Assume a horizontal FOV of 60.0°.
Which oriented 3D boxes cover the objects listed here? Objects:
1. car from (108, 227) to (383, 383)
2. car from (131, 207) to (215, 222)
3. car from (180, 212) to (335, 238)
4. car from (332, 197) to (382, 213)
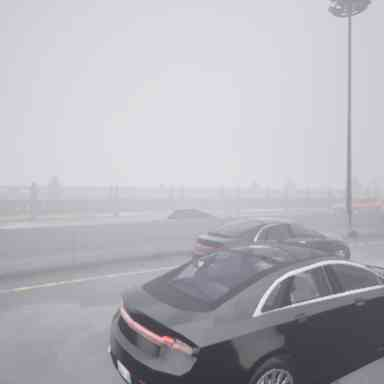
[{"bbox_3d":[1.385,1.478,4.472,4.902,1.511,2.128,0,0,-33],"label":"car"},{"bbox_3d":[-0.749,1.464,15.670,4.674,1.442,1.812,0,0,-29],"label":"car"},{"bbox_3d":[2.305,1.477,9.123,4.892,1.490,1.837,0,0,-31],"label":"car"},{"bbox_3d":[15.405,1.286,31.067,4.553,1.767,2.097,0,0,-22],"label":"car"}]
